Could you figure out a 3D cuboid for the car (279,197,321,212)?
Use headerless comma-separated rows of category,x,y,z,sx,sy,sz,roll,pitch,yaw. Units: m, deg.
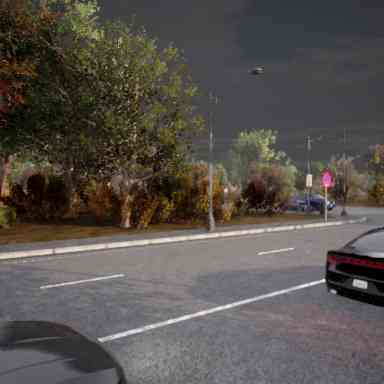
car,12.062,1.552,38.178,1.994,1.385,4.181,0,0,-32

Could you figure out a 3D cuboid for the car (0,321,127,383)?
car,-2.729,1.505,1.790,4.892,1.490,1.837,0,0,-36

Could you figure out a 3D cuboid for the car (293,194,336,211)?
car,14.662,1.208,40.649,2.150,2.045,5.566,0,0,-31

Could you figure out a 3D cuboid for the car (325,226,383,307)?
car,4.986,1.475,7.329,5.008,1.535,1.882,0,0,-36
